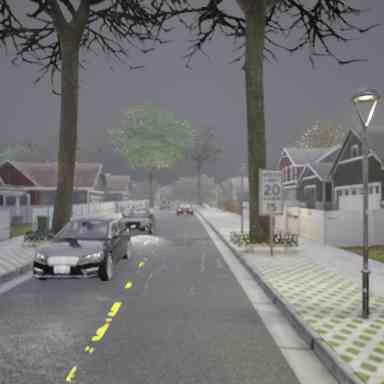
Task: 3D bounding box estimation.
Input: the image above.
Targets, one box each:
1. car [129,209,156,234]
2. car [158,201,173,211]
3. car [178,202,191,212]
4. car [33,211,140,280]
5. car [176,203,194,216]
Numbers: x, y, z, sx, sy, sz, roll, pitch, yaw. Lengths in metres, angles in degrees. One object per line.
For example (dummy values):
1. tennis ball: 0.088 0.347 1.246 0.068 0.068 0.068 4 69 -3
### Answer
1. car: -3.306 1.743 20.404 1.994 1.385 4.181 0 -1 -2
2. car: -4.040 2.150 51.076 1.837 1.490 4.892 0 -1 -1
3. car: -1.075 2.190 47.980 1.895 1.301 4.718 0 -1 -1
4. car: -3.068 1.557 10.164 2.128 1.511 4.902 0 -1 -1
5. car: -0.800 2.019 37.931 1.895 1.301 4.718 0 -1 -1
